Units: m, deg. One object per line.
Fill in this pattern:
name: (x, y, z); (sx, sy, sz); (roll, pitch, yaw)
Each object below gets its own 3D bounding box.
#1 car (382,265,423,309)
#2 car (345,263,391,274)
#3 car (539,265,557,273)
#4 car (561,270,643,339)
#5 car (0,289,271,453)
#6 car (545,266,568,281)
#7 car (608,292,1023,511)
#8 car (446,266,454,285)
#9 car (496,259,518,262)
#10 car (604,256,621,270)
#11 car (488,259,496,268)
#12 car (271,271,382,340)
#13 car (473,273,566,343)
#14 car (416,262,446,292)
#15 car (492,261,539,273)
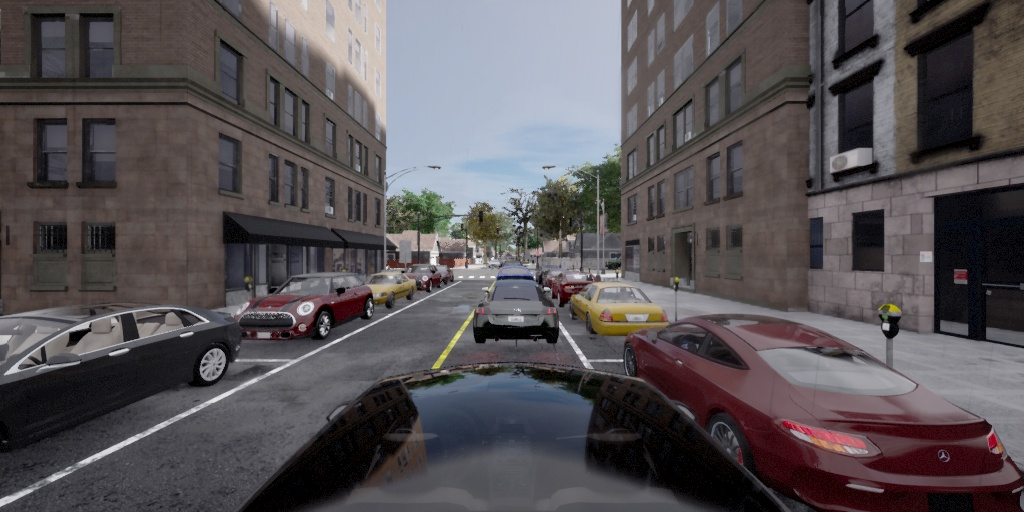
car: (-5.355, 1.280, 15.111); (1.751, 1.417, 4.829); (0, 0, 0)
car: (-17.091, 1.467, 42.640); (4.718, 1.301, 1.895); (0, 0, -2)
car: (2.685, 1.340, 20.780); (1.802, 1.307, 4.207); (0, 0, 0)
car: (2.656, 1.278, 9.914); (1.751, 1.417, 4.829); (0, 0, 0)
car: (-5.384, 1.301, 4.243); (2.007, 1.370, 4.403); (0, 0, 0)
car: (2.671, 1.300, 15.262); (1.888, 1.381, 4.507); (0, 0, 0)
car: (2.641, 1.332, 4.225); (1.802, 1.307, 4.207); (0, 0, 0)
car: (-5.325, 1.343, 26.319); (1.802, 1.307, 4.207); (0, 0, 0)
car: (0.069, 1.114, 27.878); (2.097, 1.767, 4.553); (0, 0, 0)
car: (15.607, 0.895, 49.239); (5.566, 2.045, 2.150); (0, 0, 0)
car: (-2.957, 1.327, 60.780); (1.812, 1.442, 4.674); (0, 0, 1)
car: (-5.369, 1.192, 9.762); (1.967, 1.591, 4.097); (0, 0, 0)
car: (0.110, 1.316, 9.660); (1.994, 1.385, 4.181); (0, 0, 1)
car: (-5.340, 1.198, 20.800); (1.967, 1.591, 4.097); (0, 0, 0)
car: (0.122, 1.235, 18.653); (1.882, 1.535, 5.008); (0, 0, -1)
